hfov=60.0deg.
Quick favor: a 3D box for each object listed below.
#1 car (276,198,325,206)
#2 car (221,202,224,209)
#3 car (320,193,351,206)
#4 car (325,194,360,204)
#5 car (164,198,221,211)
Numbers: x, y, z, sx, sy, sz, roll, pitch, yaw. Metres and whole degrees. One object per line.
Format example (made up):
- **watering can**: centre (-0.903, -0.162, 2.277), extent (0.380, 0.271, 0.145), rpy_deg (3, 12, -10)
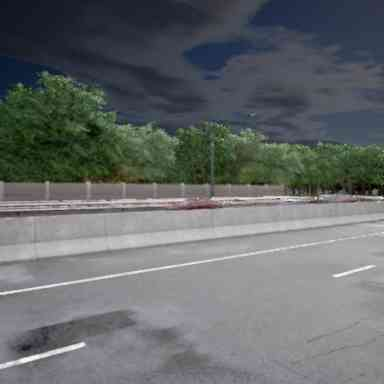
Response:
- **car**: centre (8.076, 1.420, 26.961), extent (5.357, 1.411, 2.033), rpy_deg (0, 0, -36)
- **car**: centre (1.239, 1.403, 34.978), extent (4.674, 1.442, 1.812), rpy_deg (0, 0, -35)
- **car**: centre (21.186, 1.103, 49.113), extent (4.553, 1.767, 2.097), rpy_deg (0, 0, -35)
- **car**: centre (20.444, 1.243, 44.321), extent (5.008, 1.535, 1.882), rpy_deg (0, 0, -35)
- **car**: centre (-0.140, 1.379, 29.697), extent (5.008, 1.535, 1.882), rpy_deg (0, 0, -36)
